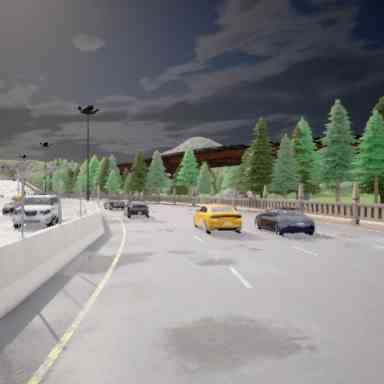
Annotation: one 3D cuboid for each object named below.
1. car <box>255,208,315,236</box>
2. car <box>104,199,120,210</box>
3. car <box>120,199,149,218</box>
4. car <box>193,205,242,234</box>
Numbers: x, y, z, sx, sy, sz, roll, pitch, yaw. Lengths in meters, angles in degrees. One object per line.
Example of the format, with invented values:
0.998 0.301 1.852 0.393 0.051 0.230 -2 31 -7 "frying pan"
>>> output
5.045 1.564 18.576 1.994 1.385 4.181 0 0 -11 "car"
-9.840 1.547 42.299 2.033 1.411 5.357 0 0 -27 "car"
-5.163 1.506 30.331 1.837 1.490 4.892 0 0 -18 "car"
1.364 1.477 19.352 1.882 1.535 5.008 0 0 -11 "car"
